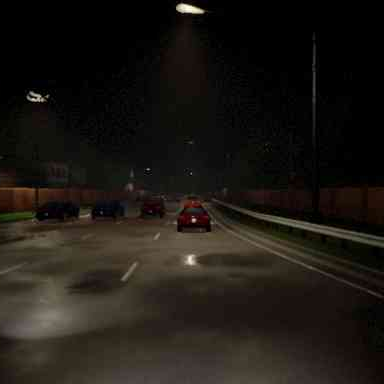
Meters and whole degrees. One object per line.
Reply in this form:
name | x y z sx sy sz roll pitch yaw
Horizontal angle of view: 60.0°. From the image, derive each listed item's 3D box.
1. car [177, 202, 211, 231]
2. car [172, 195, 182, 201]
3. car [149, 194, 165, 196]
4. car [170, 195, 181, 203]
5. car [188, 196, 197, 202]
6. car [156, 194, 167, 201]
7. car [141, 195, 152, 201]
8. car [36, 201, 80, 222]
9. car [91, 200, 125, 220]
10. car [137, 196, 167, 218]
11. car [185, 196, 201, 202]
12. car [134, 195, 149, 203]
car | 0.111 1.534 20.466 1.994 1.385 4.181 0 0 0
car | -3.452 1.358 77.176 1.895 1.301 4.718 0 0 0
car | -6.959 1.504 67.176 1.895 1.301 4.718 0 0 0
car | -3.459 1.461 67.143 1.994 1.385 4.181 0 0 0
car | 0.045 1.492 72.588 1.895 1.301 4.718 0 0 0
car | -6.952 1.289 77.148 2.128 1.511 4.902 0 0 0
car | -10.452 1.318 77.150 1.994 1.385 4.181 0 0 0
car | -10.385 1.445 26.226 1.882 1.535 5.008 0 0 0
car | -6.886 1.441 27.749 1.882 1.535 5.008 0 0 0
car | -3.384 1.437 29.785 1.882 1.535 5.008 0 0 0
car | 0.125 1.292 43.226 2.097 1.767 4.553 0 0 0
car | -10.459 1.461 67.114 1.994 1.385 4.181 0 0 0
